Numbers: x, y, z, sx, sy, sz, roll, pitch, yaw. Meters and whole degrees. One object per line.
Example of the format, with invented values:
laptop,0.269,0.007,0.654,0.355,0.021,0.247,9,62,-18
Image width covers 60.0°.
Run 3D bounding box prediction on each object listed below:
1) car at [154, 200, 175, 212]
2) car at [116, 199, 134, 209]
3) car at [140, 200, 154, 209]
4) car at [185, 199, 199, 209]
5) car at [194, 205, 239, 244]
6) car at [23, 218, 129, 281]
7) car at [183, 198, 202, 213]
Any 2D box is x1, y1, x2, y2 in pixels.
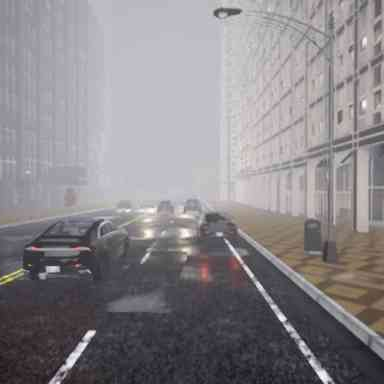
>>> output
car,-3.132,1.689,40.501,1.812,1.442,4.674,0,0,0
car,-9.804,1.758,48.868,1.994,1.385,4.181,0,0,0
car,-6.553,1.796,49.316,1.895,1.301,4.718,0,0,0
car,0.047,1.743,49.508,2.033,1.411,5.357,0,0,1
car,1.144,1.595,16.153,1.812,1.442,4.674,0,0,0
car,-3.146,1.535,9.949,2.128,1.511,4.902,0,0,0
car,0.060,1.512,39.244,2.097,1.767,4.553,0,0,1
